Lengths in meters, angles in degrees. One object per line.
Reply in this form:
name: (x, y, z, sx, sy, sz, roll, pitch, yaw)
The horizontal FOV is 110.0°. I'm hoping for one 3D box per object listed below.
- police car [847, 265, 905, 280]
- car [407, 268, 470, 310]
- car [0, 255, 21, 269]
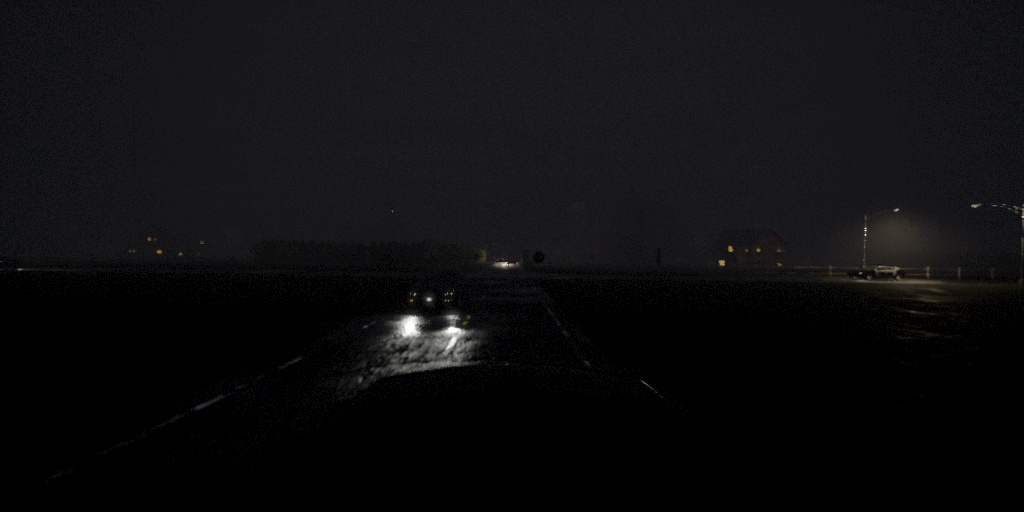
police car: (39.002, 1.722, 38.547, 5.238, 1.638, 1.930, 1, 1, 0)
car: (-2.833, 1.251, 14.707, 1.837, 1.490, 4.892, 0, 0, 0)
car: (-51.850, 0.499, 35.459, 4.902, 1.511, 2.128, 1, 1, 0)
